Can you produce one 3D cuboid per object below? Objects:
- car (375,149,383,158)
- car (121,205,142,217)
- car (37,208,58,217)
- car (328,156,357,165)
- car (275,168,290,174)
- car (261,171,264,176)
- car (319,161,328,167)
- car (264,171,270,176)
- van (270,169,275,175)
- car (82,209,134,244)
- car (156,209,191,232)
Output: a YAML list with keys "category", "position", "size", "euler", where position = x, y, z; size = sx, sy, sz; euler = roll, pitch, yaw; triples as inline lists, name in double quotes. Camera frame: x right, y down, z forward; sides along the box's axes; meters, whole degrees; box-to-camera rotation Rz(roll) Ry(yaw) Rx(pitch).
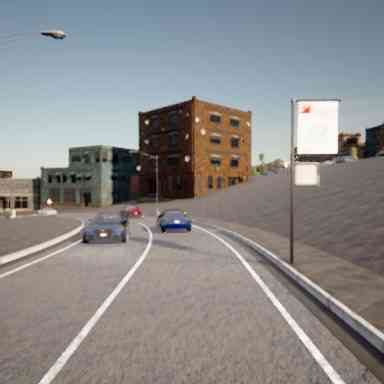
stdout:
- category: "car"
  position: [21.727, -4.017, 35.803]
  size: [2.231, 1.521, 4.892]
  euler: [0, 1, -1]
- category: "car"
  position: [-7.379, 2.280, 39.578]
  size: [1.812, 1.442, 4.674]
  euler: [0, -2, -27]
- category: "car"
  position: [-23.646, 3.323, 54.411]
  size: [4.674, 1.442, 1.812]
  euler: [-4, -2, 42]
- category: "car"
  position: [21.487, -4.266, 46.740]
  size: [2.185, 1.767, 4.553]
  euler: [0, 1, -1]
- category: "car"
  position: [20.879, -4.417, 74.440]
  size: [2.231, 1.521, 4.892]
  euler: [0, 0, -1]
- category: "car"
  position: [20.518, -4.782, 90.962]
  size: [2.435, 2.045, 5.566]
  euler: [0, 0, -1]
- category: "car"
  position: [21.367, -4.160, 52.233]
  size: [2.002, 1.452, 4.674]
  euler: [0, 1, -1]
- category: "car"
  position: [20.638, -4.459, 85.477]
  size: [2.002, 1.452, 4.674]
  euler: [0, 0, -1]
- category: "van"
  position: [20.761, -4.686, 79.834]
  size: [1.878, 1.987, 4.442]
  euler: [0, 0, -1]
- category: "car"
  position: [-4.174, 1.742, 16.752]
  size: [1.994, 1.385, 4.181]
  euler: [0, -1, -7]
- category: "car"
  position: [-1.298, 1.826, 22.299]
  size: [1.994, 1.385, 4.181]
  euler: [0, -1, -11]
